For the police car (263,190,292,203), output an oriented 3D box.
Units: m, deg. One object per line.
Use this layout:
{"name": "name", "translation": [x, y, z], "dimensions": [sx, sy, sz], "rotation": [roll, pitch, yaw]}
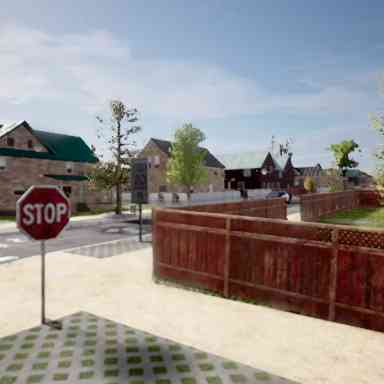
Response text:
{"name": "police car", "translation": [9.601, 0.597, 37.654], "dimensions": [2.038, 1.542, 4.974], "rotation": [-1, 1, 36]}
